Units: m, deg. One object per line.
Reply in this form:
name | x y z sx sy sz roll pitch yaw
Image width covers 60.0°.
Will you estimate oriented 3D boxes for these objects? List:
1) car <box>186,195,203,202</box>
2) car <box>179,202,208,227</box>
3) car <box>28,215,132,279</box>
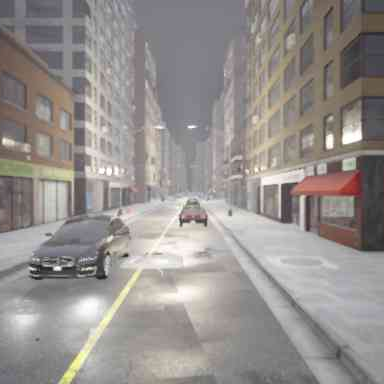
car | 0.084 1.491 42.368 1.812 1.442 4.674 0 0 0
car | 0.086 1.581 22.793 1.895 1.301 4.718 0 0 0
car | -3.058 1.496 10.033 1.837 1.490 4.892 0 0 0
